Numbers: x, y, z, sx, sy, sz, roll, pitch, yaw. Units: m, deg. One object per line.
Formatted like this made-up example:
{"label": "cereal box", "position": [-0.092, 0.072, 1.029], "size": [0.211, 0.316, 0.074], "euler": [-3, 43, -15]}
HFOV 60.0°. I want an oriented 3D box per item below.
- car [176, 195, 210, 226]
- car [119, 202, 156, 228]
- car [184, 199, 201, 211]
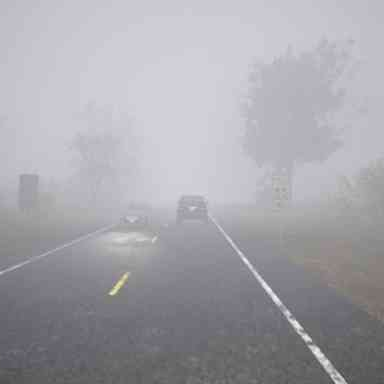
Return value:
{"label": "car", "position": [0.055, 1.205, 23.651], "size": [2.150, 2.045, 5.566], "euler": [0, 0, 1]}
{"label": "car", "position": [-3.577, 1.473, 22.332], "size": [2.128, 1.511, 4.902], "euler": [0, 0, 0]}
{"label": "car", "position": [0.075, 1.565, 42.154], "size": [1.994, 1.385, 4.181], "euler": [0, 0, 0]}
